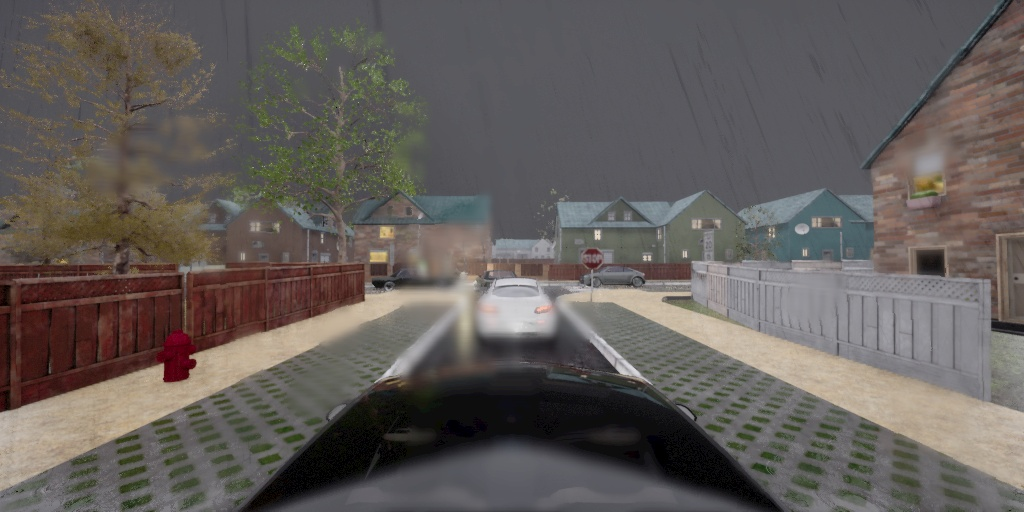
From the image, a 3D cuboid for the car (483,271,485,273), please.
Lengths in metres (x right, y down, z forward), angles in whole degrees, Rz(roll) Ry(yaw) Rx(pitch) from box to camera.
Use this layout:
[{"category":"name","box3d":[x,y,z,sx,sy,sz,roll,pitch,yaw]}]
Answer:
[{"category":"car","box3d":[-0.745,1.366,18.461,1.895,1.301,4.718,0,-1,-12]}]

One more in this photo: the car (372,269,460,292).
[{"category":"car","box3d":[-5.469,1.416,20.849,4.718,1.301,1.895,-1,-1,1]}]

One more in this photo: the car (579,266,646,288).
[{"category":"car","box3d":[6.554,1.344,23.631,4.181,1.385,1.994,0,-1,1]}]

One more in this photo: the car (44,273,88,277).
[{"category":"car","box3d":[-25.593,1.632,21.133,4.718,1.301,1.895,-1,-1,1]}]

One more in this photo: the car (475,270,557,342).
[{"category":"car","box3d":[0.109,1.279,9.642,1.812,1.442,4.674,0,0,0]}]

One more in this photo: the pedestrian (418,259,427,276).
[{"category":"pedestrian","box3d":[-6.683,1.118,26.736,0.375,1.860,0.375,0,-1,1]}]
